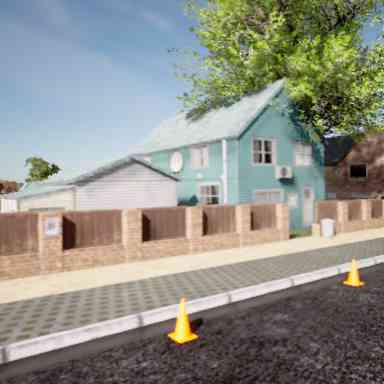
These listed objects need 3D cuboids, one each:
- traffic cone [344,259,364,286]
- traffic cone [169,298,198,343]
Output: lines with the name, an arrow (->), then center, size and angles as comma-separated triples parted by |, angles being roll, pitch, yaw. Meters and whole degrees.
traffic cone -> 3.929, 1.927, 8.074 | 0.340, 0.580, 0.340 | 0, 0, -36
traffic cone -> -0.135, 1.948, 5.158 | 0.340, 0.580, 0.340 | 0, 0, -36
